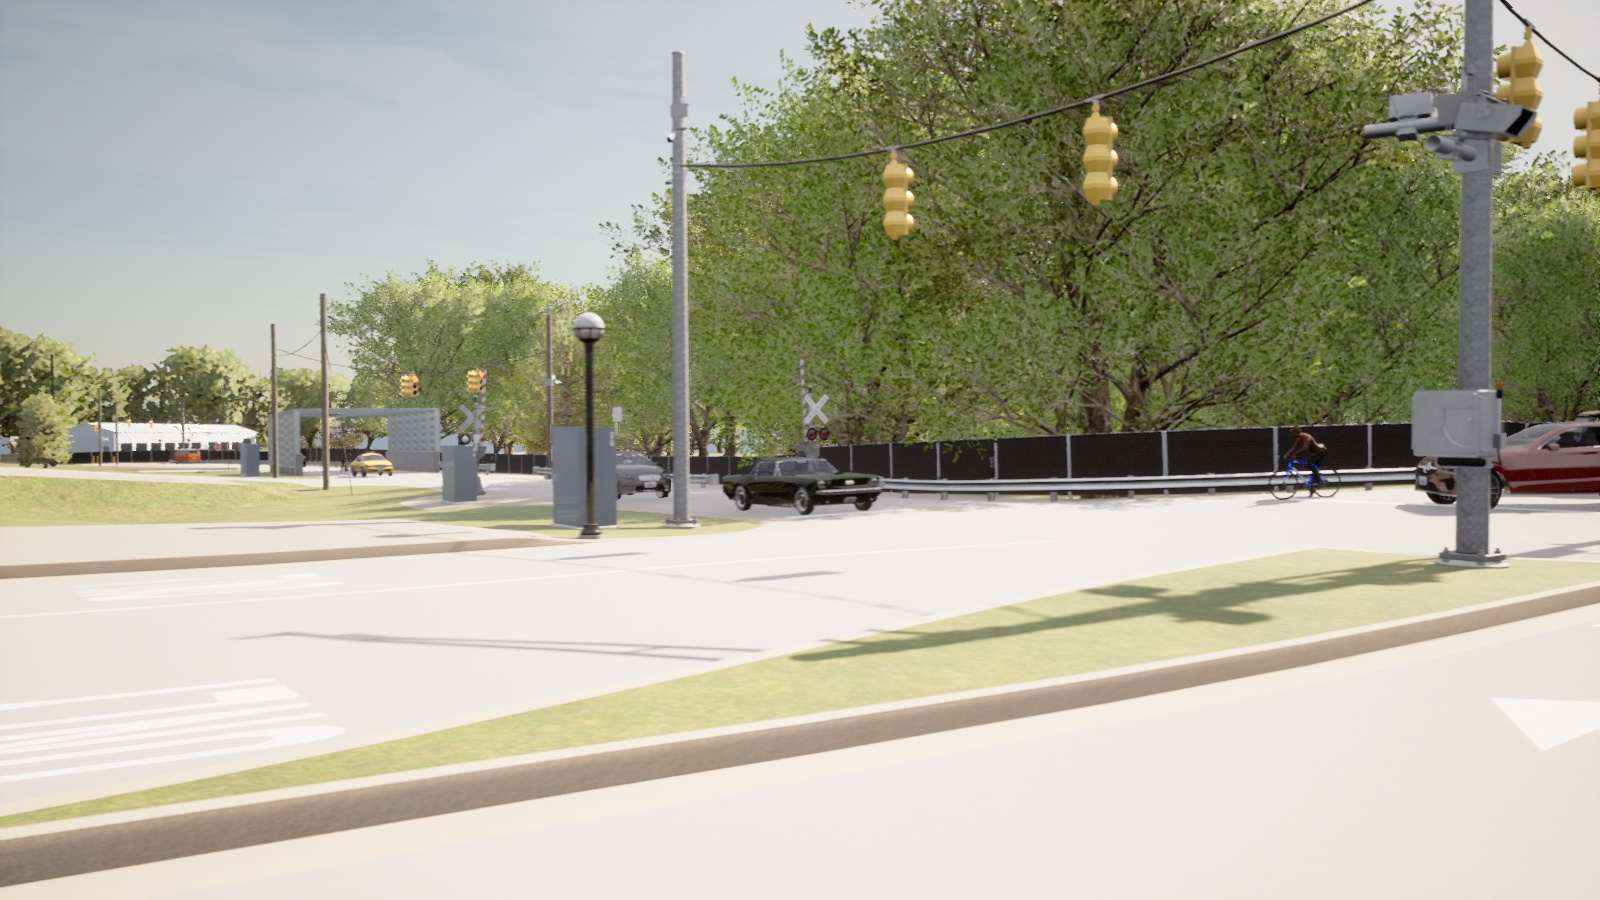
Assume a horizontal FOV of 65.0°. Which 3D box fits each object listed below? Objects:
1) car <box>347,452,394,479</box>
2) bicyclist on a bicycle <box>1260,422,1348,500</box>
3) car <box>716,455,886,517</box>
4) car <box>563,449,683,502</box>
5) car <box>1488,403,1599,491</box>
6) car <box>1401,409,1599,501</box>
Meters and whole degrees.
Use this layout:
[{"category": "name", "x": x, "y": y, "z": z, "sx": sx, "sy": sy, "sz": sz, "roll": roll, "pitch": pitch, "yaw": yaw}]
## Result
[{"category": "car", "x": -26.910, "y": 0.957, "z": 78.599, "sx": 1.801, "sy": 1.575, "sz": 5.366, "roll": -2, "pitch": 1, "yaw": -30}, {"category": "bicyclist on a bicycle", "x": 11.104, "y": 0.228, "z": 27.700, "sx": 1.656, "sy": 1.620, "sz": 0.582, "roll": -3, "pitch": 2, "yaw": -3}, {"category": "car", "x": -0.075, "y": 0.822, "z": 30.320, "sx": 1.895, "sy": 1.301, "sz": 4.718, "roll": -2, "pitch": 1, "yaw": -31}, {"category": "car", "x": -5.689, "y": 0.768, "z": 39.838, "sx": 2.128, "sy": 1.511, "sz": 4.902, "roll": -2, "pitch": 1, "yaw": -29}, {"category": "car", "x": 17.503, "y": -0.092, "z": 27.668, "sx": 3.866, "sy": 1.878, "sz": 1.905, "roll": -1, "pitch": 2, "yaw": 20}, {"category": "car", "x": 14.549, "y": 0.057, "z": 24.098, "sx": 5.027, "sy": 1.651, "sz": 2.152, "roll": -1, "pitch": 2, "yaw": 7}]
